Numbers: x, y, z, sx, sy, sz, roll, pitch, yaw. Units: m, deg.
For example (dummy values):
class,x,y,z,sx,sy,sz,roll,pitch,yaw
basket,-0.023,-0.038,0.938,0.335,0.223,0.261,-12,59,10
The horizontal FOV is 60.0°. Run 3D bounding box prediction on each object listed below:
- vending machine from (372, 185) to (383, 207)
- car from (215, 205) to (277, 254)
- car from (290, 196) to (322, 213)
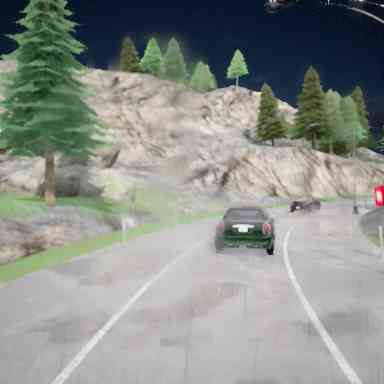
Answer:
class,x,y,z,sx,sy,sz,roll,pitch,yaw
vending machine,19.046,0.391,33.632,1.100,2.100,0.880,-7,-7,44
car,2.308,1.295,13.505,2.097,1.767,4.553,0,1,15
car,10.462,1.107,30.560,1.812,1.442,4.674,-2,1,35
